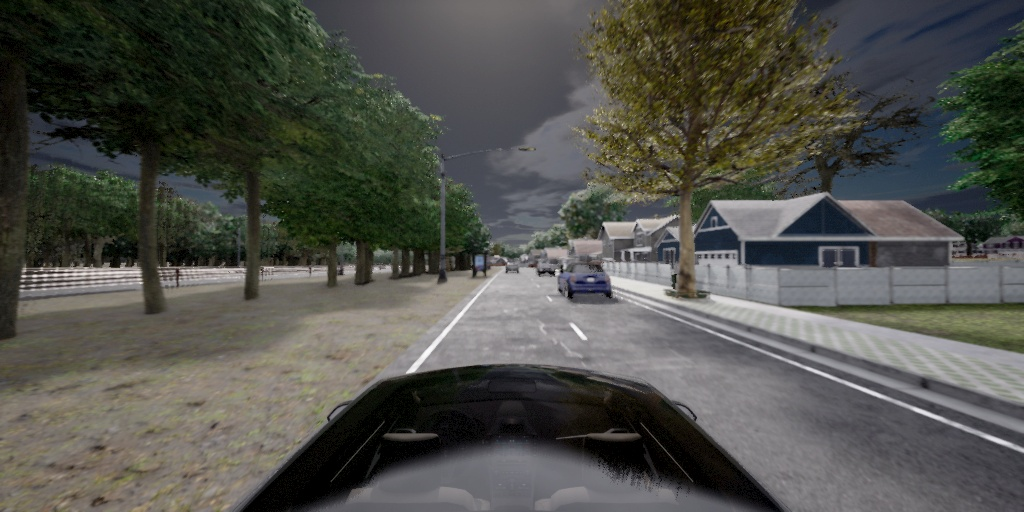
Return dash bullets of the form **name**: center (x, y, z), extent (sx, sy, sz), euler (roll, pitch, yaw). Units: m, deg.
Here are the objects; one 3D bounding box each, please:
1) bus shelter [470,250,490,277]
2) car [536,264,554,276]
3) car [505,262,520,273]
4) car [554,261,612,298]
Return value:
- **bus shelter**: center (-3.485, 0.784, 37.991), extent (1.920, 2.740, 3.880), euler (0, 0, 0)
- **car**: center (3.616, 1.528, 39.332), extent (1.895, 1.301, 4.718), euler (0, -1, 0)
- **car**: center (0.060, 1.607, 50.193), extent (2.128, 1.511, 4.902), euler (0, -1, 1)
- **car**: center (3.600, 1.109, 18.523), extent (2.097, 1.767, 4.553), euler (0, 0, 0)
